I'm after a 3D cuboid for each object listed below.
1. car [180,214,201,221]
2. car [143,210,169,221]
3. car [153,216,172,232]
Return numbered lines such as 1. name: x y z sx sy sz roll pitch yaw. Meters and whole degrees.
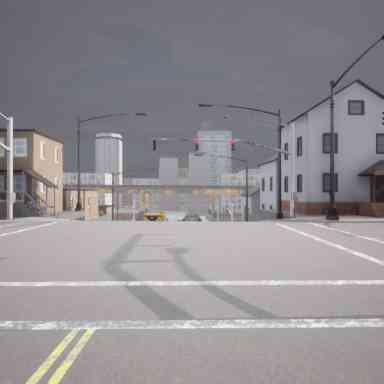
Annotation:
1. car: -0.003 3.232 37.664 1.994 1.385 4.181 0 -8 -1
2. car: -3.670 2.536 33.444 1.882 1.535 5.008 0 -9 1
3. car: -3.776 4.235 43.667 2.128 1.511 4.902 0 -13 -1
